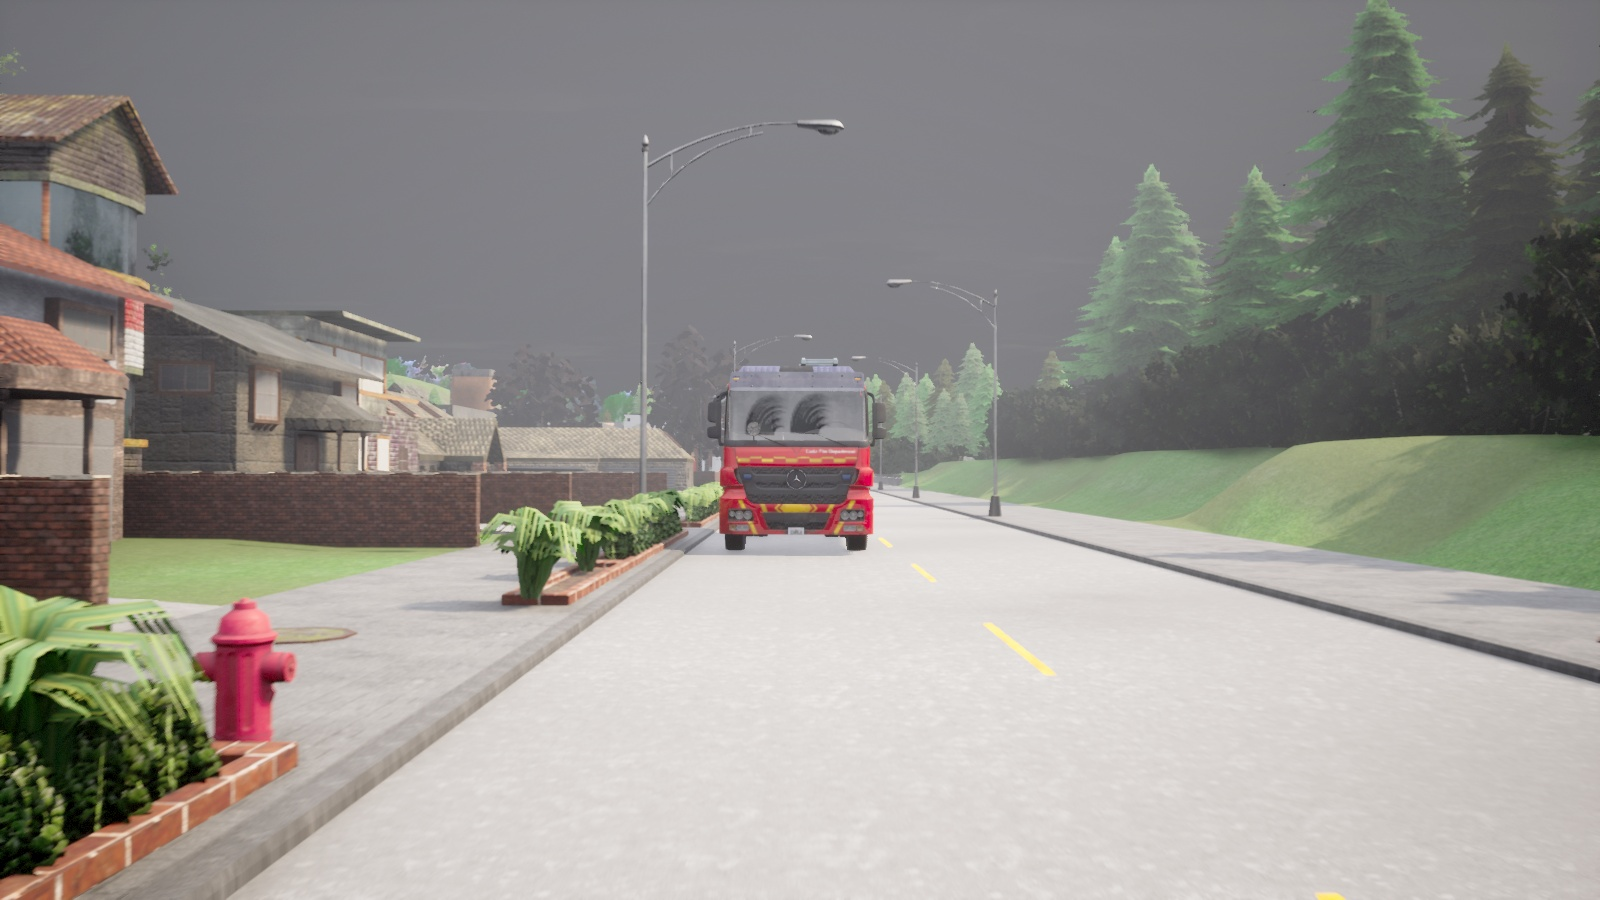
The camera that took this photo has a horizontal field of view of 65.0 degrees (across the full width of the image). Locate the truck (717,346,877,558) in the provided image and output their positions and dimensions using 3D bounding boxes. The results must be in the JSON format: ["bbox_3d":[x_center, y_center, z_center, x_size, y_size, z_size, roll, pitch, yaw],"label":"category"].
[{"bbox_3d":[-0.070,0.102,26.965,2.891,3.827,8.468,0,-1,0],"label":"truck"}]
